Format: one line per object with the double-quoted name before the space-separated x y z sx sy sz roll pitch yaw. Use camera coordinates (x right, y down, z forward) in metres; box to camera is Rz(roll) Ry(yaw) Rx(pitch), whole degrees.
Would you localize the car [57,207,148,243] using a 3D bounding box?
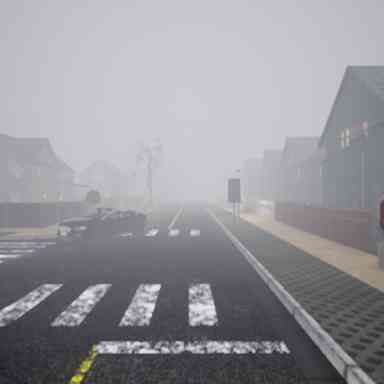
"car" -4.173 1.496 16.244 2.128 1.511 4.902 1 1 31
